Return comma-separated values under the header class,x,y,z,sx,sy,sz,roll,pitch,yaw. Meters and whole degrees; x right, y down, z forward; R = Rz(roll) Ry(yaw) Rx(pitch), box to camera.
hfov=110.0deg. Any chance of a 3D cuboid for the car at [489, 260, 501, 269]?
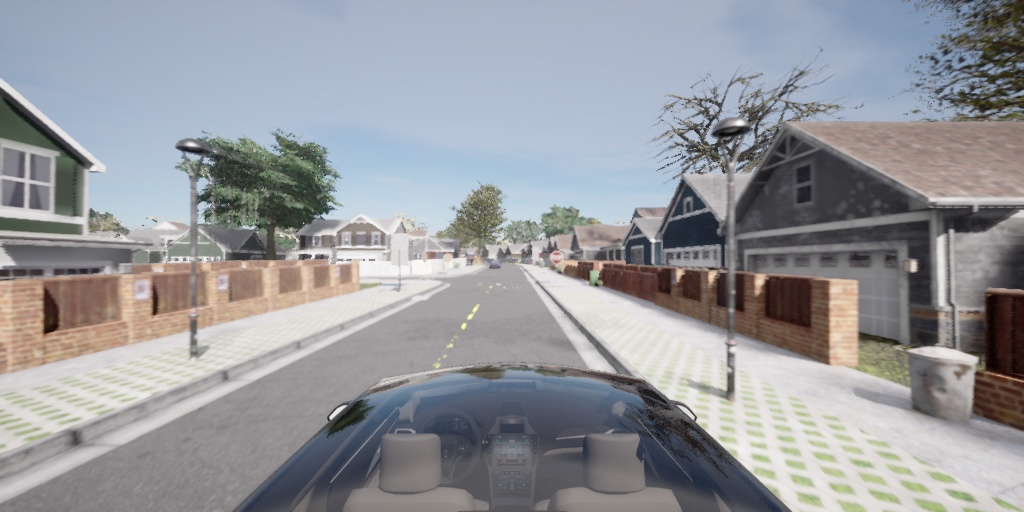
class,x,y,z,sx,sy,sz,roll,pitch,yaw
car,-2.673,1.344,57.014,2.033,1.411,5.357,0,0,-1
